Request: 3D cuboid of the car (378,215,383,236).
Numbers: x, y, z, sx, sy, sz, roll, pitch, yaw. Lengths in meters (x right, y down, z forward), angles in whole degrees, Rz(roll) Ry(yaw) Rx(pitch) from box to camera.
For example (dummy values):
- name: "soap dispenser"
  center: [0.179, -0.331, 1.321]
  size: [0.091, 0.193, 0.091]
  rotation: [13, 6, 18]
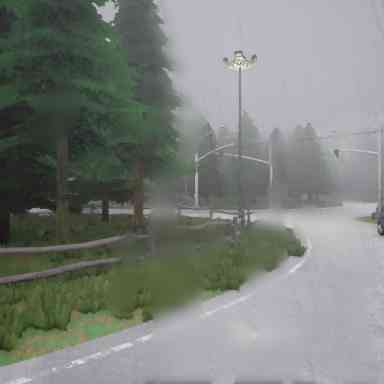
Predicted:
- name: "car"
  center: [10.266, 1.352, 15.402]
  size: [2.097, 1.767, 4.553]
  rotation: [0, 0, 15]
